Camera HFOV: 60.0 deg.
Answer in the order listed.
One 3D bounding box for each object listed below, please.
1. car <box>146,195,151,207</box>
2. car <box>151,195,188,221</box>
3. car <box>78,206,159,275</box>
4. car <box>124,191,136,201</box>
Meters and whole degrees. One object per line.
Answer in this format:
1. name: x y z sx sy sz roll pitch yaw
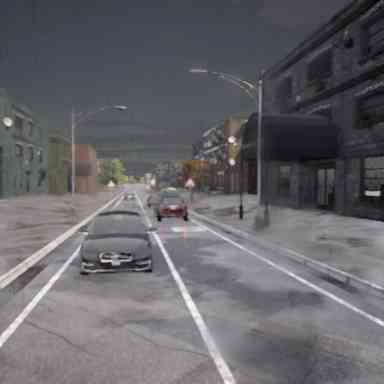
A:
1. car: -4.355 1.009 39.342 2.033 1.411 5.357 0 1 -10
2. car: -1.609 1.051 24.095 2.097 1.767 4.553 0 1 -10
3. car: -2.219 1.377 10.153 1.837 1.490 4.892 0 1 -11
4. car: -10.393 0.648 55.523 2.128 1.511 4.902 0 1 -10
